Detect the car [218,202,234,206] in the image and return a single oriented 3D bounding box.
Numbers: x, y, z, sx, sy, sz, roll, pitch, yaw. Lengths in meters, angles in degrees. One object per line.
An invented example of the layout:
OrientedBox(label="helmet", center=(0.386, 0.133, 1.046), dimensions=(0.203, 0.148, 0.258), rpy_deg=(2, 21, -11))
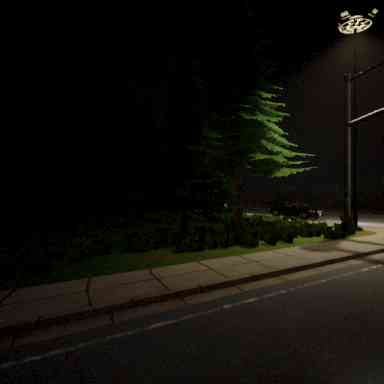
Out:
OrientedBox(label="car", center=(3.120, 1.375, 36.846), dimensions=(2.097, 1.767, 4.553), rpy_deg=(0, 0, -35))

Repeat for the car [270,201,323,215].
OrientedBox(label="car", center=(8.841, 1.514, 28.559), dimensions=(2.128, 1.511, 4.902), rpy_deg=(0, 0, -35))
